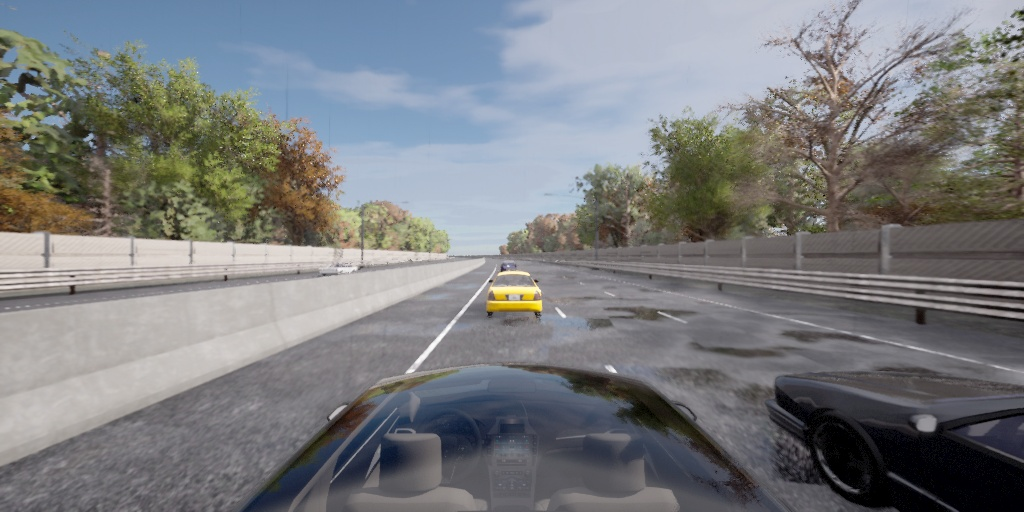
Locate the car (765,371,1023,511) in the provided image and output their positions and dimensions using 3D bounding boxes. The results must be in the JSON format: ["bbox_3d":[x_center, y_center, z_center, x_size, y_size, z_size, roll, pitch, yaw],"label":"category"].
[{"bbox_3d":[3.595,1.296,1.302,2.033,1.411,5.357,0,0,0],"label":"car"}]

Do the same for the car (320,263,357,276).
[{"bbox_3d":[-17.860,1.428,37.123,1.895,1.301,4.718,0,0,-1],"label":"car"}]

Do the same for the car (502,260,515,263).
[{"bbox_3d":[-0.425,1.269,44.393,2.163,1.488,4.792,0,0,-1],"label":"car"}]

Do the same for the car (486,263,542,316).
[{"bbox_3d":[0.053,1.211,13.238,1.801,1.575,5.366,0,0,0],"label":"car"}]
